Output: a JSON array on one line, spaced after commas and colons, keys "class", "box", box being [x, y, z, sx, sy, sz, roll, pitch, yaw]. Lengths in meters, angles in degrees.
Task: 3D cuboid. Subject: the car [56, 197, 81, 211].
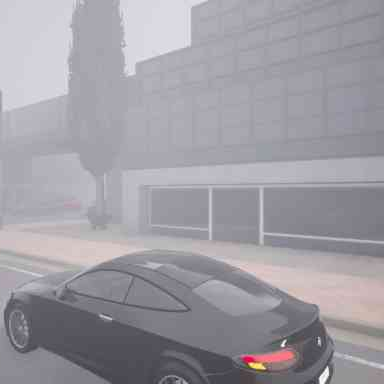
[{"class": "car", "box": [-15.476, 1.352, 39.325, 2.097, 1.767, 4.553, 0, 0, 36]}]

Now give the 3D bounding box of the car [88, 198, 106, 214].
[{"class": "car", "box": [-7.768, 1.564, 31.707, 1.994, 1.385, 4.181, 0, 0, 36]}]

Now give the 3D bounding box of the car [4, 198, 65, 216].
[{"class": "car", "box": [-15.614, 1.601, 33.140, 1.895, 1.301, 4.718, 0, 0, 36]}]

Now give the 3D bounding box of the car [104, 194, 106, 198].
[{"class": "car", "box": [-9.909, 1.221, 41.072, 2.150, 2.045, 5.566, 0, 0, 35]}]

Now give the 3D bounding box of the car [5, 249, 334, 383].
[{"class": "car", "box": [-0.638, 1.526, 4.441, 4.674, 1.442, 1.812, 0, 0, 36]}]
